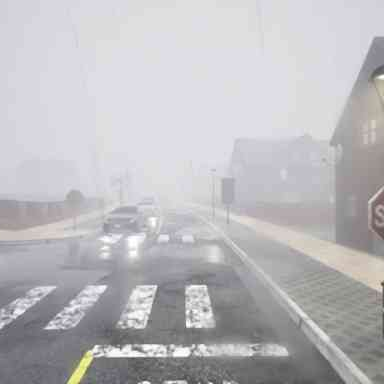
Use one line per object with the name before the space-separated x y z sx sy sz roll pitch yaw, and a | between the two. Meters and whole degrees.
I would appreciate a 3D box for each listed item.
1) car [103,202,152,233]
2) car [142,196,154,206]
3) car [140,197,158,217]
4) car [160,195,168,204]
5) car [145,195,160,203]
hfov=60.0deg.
car | -3.799 1.524 19.673 1.812 1.442 4.674 0 0 2
car | -7.628 1.505 57.569 1.837 1.490 4.892 0 0 -9
car | -4.412 1.522 31.879 1.812 1.442 4.674 0 0 -5
car | -5.917 1.342 63.693 2.097 1.767 4.553 0 0 -11
car | -5.551 1.344 42.406 2.097 1.767 4.553 0 0 -7
